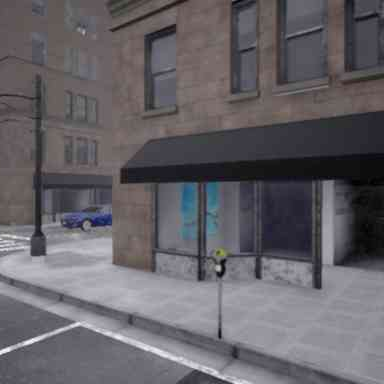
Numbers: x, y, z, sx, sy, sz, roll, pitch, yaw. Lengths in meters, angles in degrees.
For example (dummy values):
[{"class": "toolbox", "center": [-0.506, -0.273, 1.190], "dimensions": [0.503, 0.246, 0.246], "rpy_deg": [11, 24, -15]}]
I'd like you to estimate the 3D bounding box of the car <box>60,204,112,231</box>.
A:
[{"class": "car", "center": [-5.986, 1.566, 21.491], "dimensions": [1.882, 1.535, 5.008], "rpy_deg": [0, 0, 37]}]
